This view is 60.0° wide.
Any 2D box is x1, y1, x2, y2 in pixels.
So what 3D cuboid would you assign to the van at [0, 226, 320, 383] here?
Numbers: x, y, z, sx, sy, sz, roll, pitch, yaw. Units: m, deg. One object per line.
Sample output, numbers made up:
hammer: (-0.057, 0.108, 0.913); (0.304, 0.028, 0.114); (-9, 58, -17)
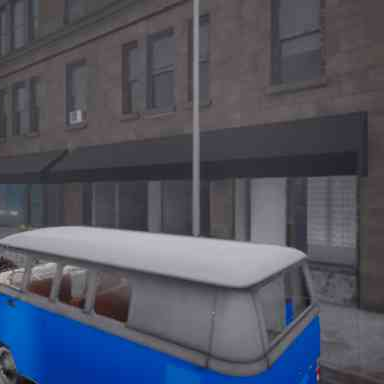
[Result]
van: (-0.712, 1.345, 3.586); (3.998, 1.788, 1.690); (0, 0, 36)
